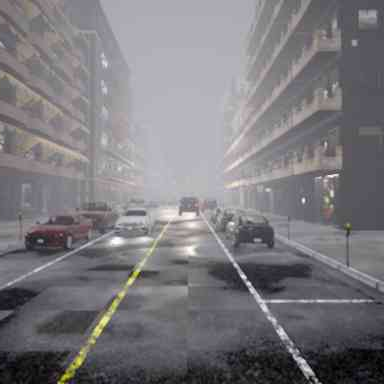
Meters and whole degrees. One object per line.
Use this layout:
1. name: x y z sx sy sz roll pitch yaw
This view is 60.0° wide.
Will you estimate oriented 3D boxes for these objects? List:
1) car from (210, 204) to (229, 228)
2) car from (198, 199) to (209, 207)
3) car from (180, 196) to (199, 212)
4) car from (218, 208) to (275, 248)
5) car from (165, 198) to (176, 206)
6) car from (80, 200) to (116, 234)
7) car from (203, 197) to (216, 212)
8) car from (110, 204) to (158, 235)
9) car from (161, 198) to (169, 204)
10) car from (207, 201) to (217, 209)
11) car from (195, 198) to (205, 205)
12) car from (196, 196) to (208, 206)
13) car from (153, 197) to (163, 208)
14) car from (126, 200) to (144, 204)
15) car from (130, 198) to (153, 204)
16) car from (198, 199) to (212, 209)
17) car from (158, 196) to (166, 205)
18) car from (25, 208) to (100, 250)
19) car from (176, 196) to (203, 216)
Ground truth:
1. car: 2.469 1.699 20.668 2.008 1.369 4.403 1 0 -1
2. car: 2.003 1.981 59.639 1.887 1.381 4.507 1 0 -1
3. car: -0.424 1.560 46.466 2.150 2.045 5.566 0 0 -4
4. car: 2.536 1.659 15.101 2.008 1.369 4.403 1 0 -1
5. car: -3.795 1.975 67.359 1.882 1.535 5.008 0 -1 0
6. car: -5.908 1.465 20.603 2.192 1.841 5.009 1 0 -1
7. car: 2.206 1.627 42.939 2.192 1.841 5.009 1 0 -1
8. car: -3.324 1.670 19.979 1.812 1.442 4.674 0 0 -1
9. car: -6.644 2.189 81.842 1.802 1.307 4.206 1 0 -1
10. car: 2.401 1.715 26.405 1.752 1.417 4.829 1 0 -1
11. car: 1.803 2.129 76.341 1.947 1.339 4.313 1 0 -1
12. car: 1.939 1.794 65.208 2.192 1.841 5.009 1 0 -1
13. car: -6.311 1.962 54.006 1.947 1.339 4.313 1 0 -1
14. car: -6.042 1.755 31.566 1.752 1.417 4.829 1 0 -1
15. car: -6.108 1.587 37.305 2.192 1.841 5.009 1 0 -1
16. car: 2.070 1.946 54.072 2.008 1.369 4.403 1 0 -1
17. car: -6.507 1.837 70.709 2.192 1.841 5.009 1 0 -1
18. car: -5.844 1.654 15.034 1.887 1.381 4.507 1 0 -1
19. car: -0.305 1.480 35.744 2.150 2.045 5.566 0 0 -1
